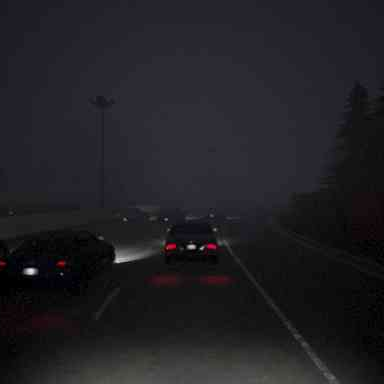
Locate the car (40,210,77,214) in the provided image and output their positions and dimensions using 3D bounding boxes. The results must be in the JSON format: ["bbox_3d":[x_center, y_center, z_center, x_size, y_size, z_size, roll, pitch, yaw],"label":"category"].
[{"bbox_3d":[-12.348,2.062,32.316,1.837,1.490,4.892,-1,-1,11],"label":"car"}]

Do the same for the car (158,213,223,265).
[{"bbox_3d":[0.000,1.744,12.517,2.033,1.411,5.357,0,-1,0],"label":"car"}]

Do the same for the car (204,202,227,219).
[{"bbox_3d":[2.352,2.036,33.333,1.812,1.442,4.674,-1,-1,13],"label":"car"}]

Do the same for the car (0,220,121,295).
[{"bbox_3d":[-3.504,1.725,9.223,1.994,1.385,4.181,0,-1,0],"label":"car"}]

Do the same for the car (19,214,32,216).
[{"bbox_3d":[-15.492,2.092,34.363,2.128,1.511,4.902,0,-1,12],"label":"car"}]

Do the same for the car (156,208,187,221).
[{"bbox_3d":[-1.794,2.088,30.742,1.895,1.301,4.718,0,-1,11],"label":"car"}]

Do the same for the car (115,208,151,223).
[{"bbox_3d":[-5.341,2.102,30.704,1.895,1.301,4.718,0,-1,10],"label":"car"}]

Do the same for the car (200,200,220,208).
[{"bbox_3d":[3.942,2.554,71.573,1.882,1.535,5.008,-1,-1,34],"label":"car"}]
